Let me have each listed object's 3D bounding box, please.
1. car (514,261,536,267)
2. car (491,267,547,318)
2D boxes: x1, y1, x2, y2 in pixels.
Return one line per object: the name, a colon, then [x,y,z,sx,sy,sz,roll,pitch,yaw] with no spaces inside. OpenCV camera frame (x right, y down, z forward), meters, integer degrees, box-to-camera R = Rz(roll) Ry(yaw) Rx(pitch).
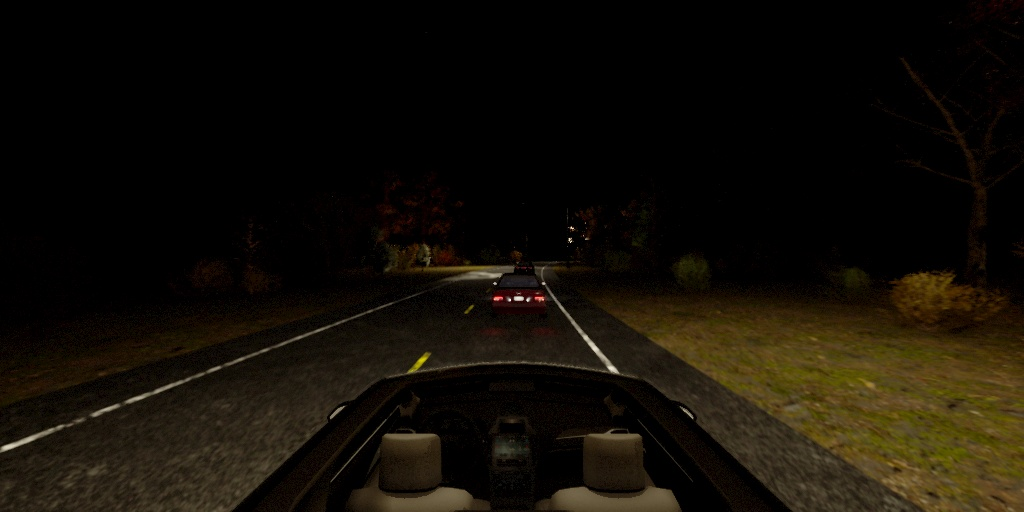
car: [1.172,1.241,33.122,2.128,1.511,4.902,0,0,4]
car: [0.260,1.298,13.017,2.033,1.411,5.357,0,0,1]
